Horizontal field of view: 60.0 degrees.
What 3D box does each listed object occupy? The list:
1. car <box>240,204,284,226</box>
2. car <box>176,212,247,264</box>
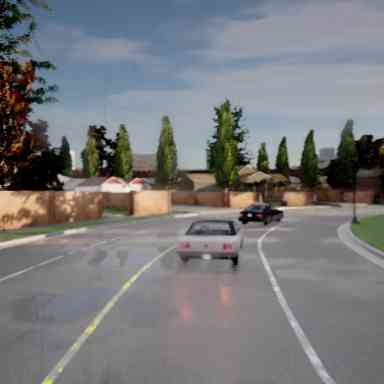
[{"bbox_3d":[5.040,1.555,23.923,2.033,1.411,5.357,-1,0,31],"label":"car"},{"bbox_3d":[0.842,1.623,11.979,1.895,1.301,4.718,-1,0,11],"label":"car"}]
